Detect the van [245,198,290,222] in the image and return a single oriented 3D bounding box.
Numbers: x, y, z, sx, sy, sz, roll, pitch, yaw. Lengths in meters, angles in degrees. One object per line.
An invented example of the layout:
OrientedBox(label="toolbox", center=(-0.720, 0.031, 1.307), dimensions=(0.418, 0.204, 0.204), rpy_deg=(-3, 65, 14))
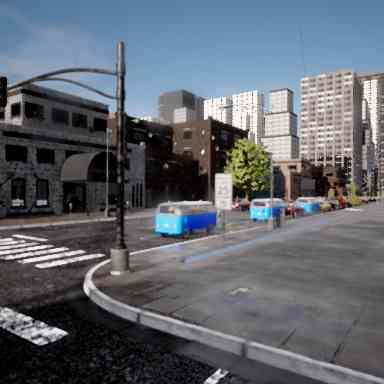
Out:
OrientedBox(label="van", center=(6.148, 1.431, 26.732), dimensions=(1.690, 1.788, 3.998), rpy_deg=(0, 0, 35))

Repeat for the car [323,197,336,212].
OrientedBox(label="car", center=(15.739, 1.667, 40.446), dimensions=(1.752, 1.417, 4.829), rpy_deg=(0, 0, 35))

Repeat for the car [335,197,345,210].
OrientedBox(label="car", center=(18.805, 1.725, 44.831), dimensions=(1.947, 1.339, 4.313), rpy_deg=(0, 0, 35))

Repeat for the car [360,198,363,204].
OrientedBox(label="car", center=(28.397, 1.743, 58.546), dimensions=(1.752, 1.417, 4.829), rpy_deg=(0, 0, 35))

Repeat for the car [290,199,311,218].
OrientedBox(label="car", center=(9.311, 1.651, 31.256), dimensions=(1.887, 1.381, 4.507), rpy_deg=(0, 0, 35))

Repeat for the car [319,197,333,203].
OrientedBox(label="car", center=(30.935, 1.784, 76.798), dimensions=(1.947, 1.339, 4.313), rpy_deg=(0, 0, 35))

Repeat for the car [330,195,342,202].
OrientedBox(label="car", center=(37.265, 1.704, 85.848), dimensions=(1.967, 1.590, 4.097), rpy_deg=(0, 0, 35))

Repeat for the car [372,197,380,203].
OrientedBox(label="car", center=(44.123, 1.895, 81.031), dimensions=(1.947, 1.339, 4.313), rpy_deg=(0, 0, 35))

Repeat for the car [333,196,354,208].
OrientedBox(label="car", center=(21.972, 1.493, 49.357), dimensions=(2.192, 1.841, 5.009), rpy_deg=(0, 0, 35))

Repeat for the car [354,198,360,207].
OrientedBox(label="car", center=(25.136, 1.512, 53.882), dimensions=(2.192, 1.841, 5.009), rpy_deg=(0, 0, 35))

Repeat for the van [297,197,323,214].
OrientedBox(label="van", center=(12.477, 1.464, 35.781), dimensions=(1.690, 1.788, 3.998), rpy_deg=(0, 0, 35))

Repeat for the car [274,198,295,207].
OrientedBox(label="car", center=(15.113, 1.657, 54.174), dimensions=(1.887, 1.381, 4.507), rpy_deg=(0, 0, 35))

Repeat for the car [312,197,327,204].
OrientedBox(label="car", center=(27.674, 1.720, 72.134), dimensions=(1.752, 1.417, 4.829), rpy_deg=(0, 0, 35))

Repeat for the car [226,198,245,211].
OrientedBox(label="car", center=(5.620, 1.498, 40.600), dimensions=(1.967, 1.590, 4.097), rpy_deg=(0, 0, 35))

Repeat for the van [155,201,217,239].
OrientedBox(label="van", center=(-0.181, 1.402, 17.682), dimensions=(1.690, 1.788, 3.998), rpy_deg=(0, 0, 35))

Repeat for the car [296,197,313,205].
OrientedBox(label="car", center=(21.442, 1.697, 63.223), dimensions=(1.887, 1.381, 4.507), rpy_deg=(0, 0, 35))

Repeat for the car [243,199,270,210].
OrientedBox(label="car", center=(8.784, 1.620, 45.125), dimensions=(1.887, 1.381, 4.507), rpy_deg=(0, 0, 35))

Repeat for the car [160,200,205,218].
OrientedBox(label="car", center=(-0.807, 1.550, 31.410), dimensions=(1.752, 1.417, 4.829), rpy_deg=(0, 0, 35))

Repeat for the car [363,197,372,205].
OrientedBox(label="car", center=(34.628, 1.805, 67.456), dimensions=(1.887, 1.381, 4.507), rpy_deg=(0, 0, 35))
